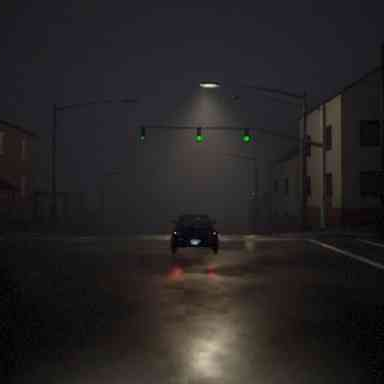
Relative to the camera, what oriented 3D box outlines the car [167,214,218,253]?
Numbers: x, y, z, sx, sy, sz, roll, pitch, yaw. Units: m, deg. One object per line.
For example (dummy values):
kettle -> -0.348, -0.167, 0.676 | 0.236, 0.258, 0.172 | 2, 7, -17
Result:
car -> 0.109, 1.658, 14.319 | 1.812, 1.442, 4.674 | 0, -1, 0
